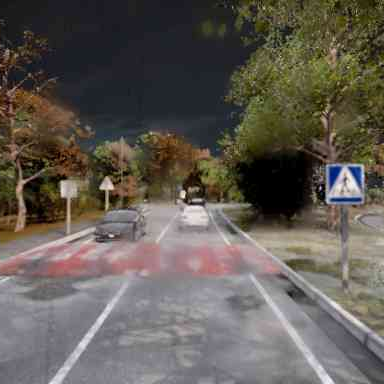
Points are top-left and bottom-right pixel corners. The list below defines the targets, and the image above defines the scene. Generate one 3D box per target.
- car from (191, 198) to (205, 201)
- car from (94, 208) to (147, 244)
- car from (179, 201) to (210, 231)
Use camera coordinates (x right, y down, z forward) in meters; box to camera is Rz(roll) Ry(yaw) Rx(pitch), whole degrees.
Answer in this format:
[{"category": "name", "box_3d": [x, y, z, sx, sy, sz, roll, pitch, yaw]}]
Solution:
[{"category": "car", "box_3d": [0.719, 1.452, 38.932, 1.882, 1.535, 5.008, 0, 0, 4]}, {"category": "car", "box_3d": [-3.326, 1.568, 16.215, 1.837, 1.490, 4.892, 0, 0, 0]}, {"category": "car", "box_3d": [0.139, 1.577, 21.153, 1.812, 1.442, 4.674, 0, 0, 0]}]
